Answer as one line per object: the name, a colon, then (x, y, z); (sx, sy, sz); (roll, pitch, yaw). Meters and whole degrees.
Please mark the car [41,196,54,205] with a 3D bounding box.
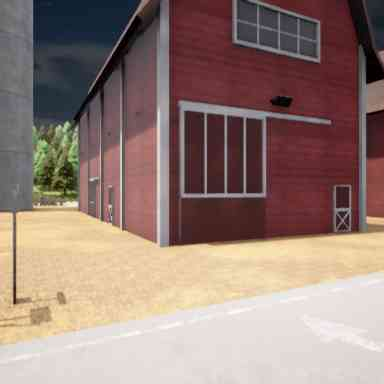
car: (-22.394, 1.349, 51.544); (1.994, 1.381, 4.181); (0, 0, -26)
